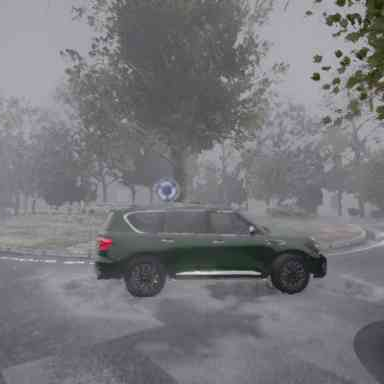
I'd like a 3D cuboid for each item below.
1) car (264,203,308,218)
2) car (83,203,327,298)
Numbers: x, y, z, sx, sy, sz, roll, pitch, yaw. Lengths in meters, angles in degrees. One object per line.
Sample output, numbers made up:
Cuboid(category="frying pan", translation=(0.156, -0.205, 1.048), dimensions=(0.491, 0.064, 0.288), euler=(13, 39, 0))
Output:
Cuboid(category="car", translation=(10.003, 1.947, 35.602), dimensions=(1.994, 1.385, 4.181), euler=(1, -1, -41))
Cuboid(category="car", translation=(0.417, 1.313, 8.390), dimensions=(5.566, 2.045, 2.150), euler=(0, 0, -5))
